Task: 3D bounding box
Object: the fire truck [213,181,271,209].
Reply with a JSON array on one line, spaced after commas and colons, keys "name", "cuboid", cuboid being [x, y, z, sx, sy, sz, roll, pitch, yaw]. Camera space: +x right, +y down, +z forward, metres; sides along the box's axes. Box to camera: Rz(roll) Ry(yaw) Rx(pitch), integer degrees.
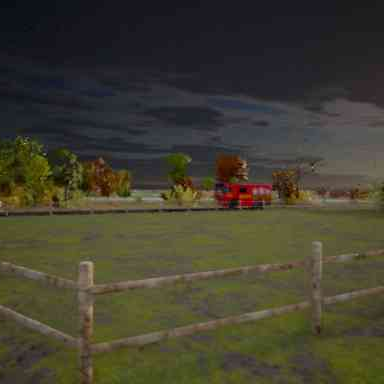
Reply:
[{"name": "fire truck", "cuboid": [7.310, 0.424, 48.191, 8.468, 3.827, 2.891, 0, 0, -28]}]
